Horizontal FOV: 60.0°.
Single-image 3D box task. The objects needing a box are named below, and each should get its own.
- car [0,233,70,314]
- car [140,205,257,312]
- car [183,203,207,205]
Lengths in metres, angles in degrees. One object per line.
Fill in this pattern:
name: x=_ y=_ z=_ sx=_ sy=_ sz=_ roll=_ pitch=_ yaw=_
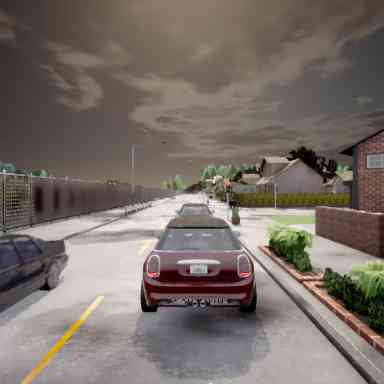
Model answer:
car: x=-4.083 y=1.547 z=6.313 sx=2.033 sy=1.411 sz=5.357 roll=0 pitch=0 yaw=0
car: x=0.119 y=1.352 z=7.853 sx=2.097 sy=1.767 sz=4.553 roll=0 pitch=0 yaw=0
car: x=0.149 y=1.352 z=17.550 sx=2.097 sy=1.767 sz=4.553 roll=0 pitch=0 yaw=0
